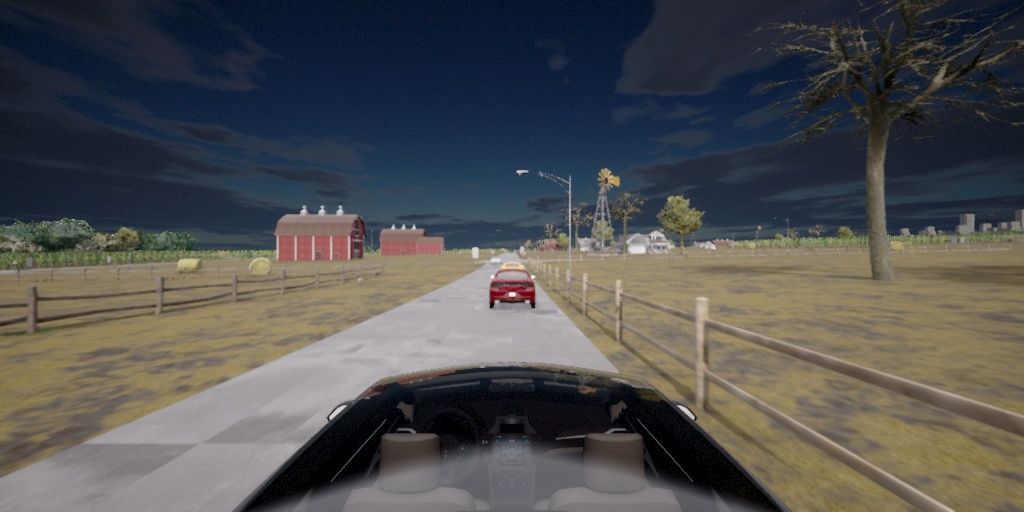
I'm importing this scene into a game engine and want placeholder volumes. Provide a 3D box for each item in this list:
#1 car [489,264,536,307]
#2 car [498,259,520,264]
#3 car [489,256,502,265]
[{"bbox_3d":[0.032,1.304,16.066,1.882,1.535,5.008,0,0,0],"label":"car"},{"bbox_3d":[0.037,1.270,31.034,1.882,1.535,5.008,0,1,0],"label":"car"},{"bbox_3d":[-2.752,0.791,61.884,1.812,1.442,4.674,0,1,1],"label":"car"}]
